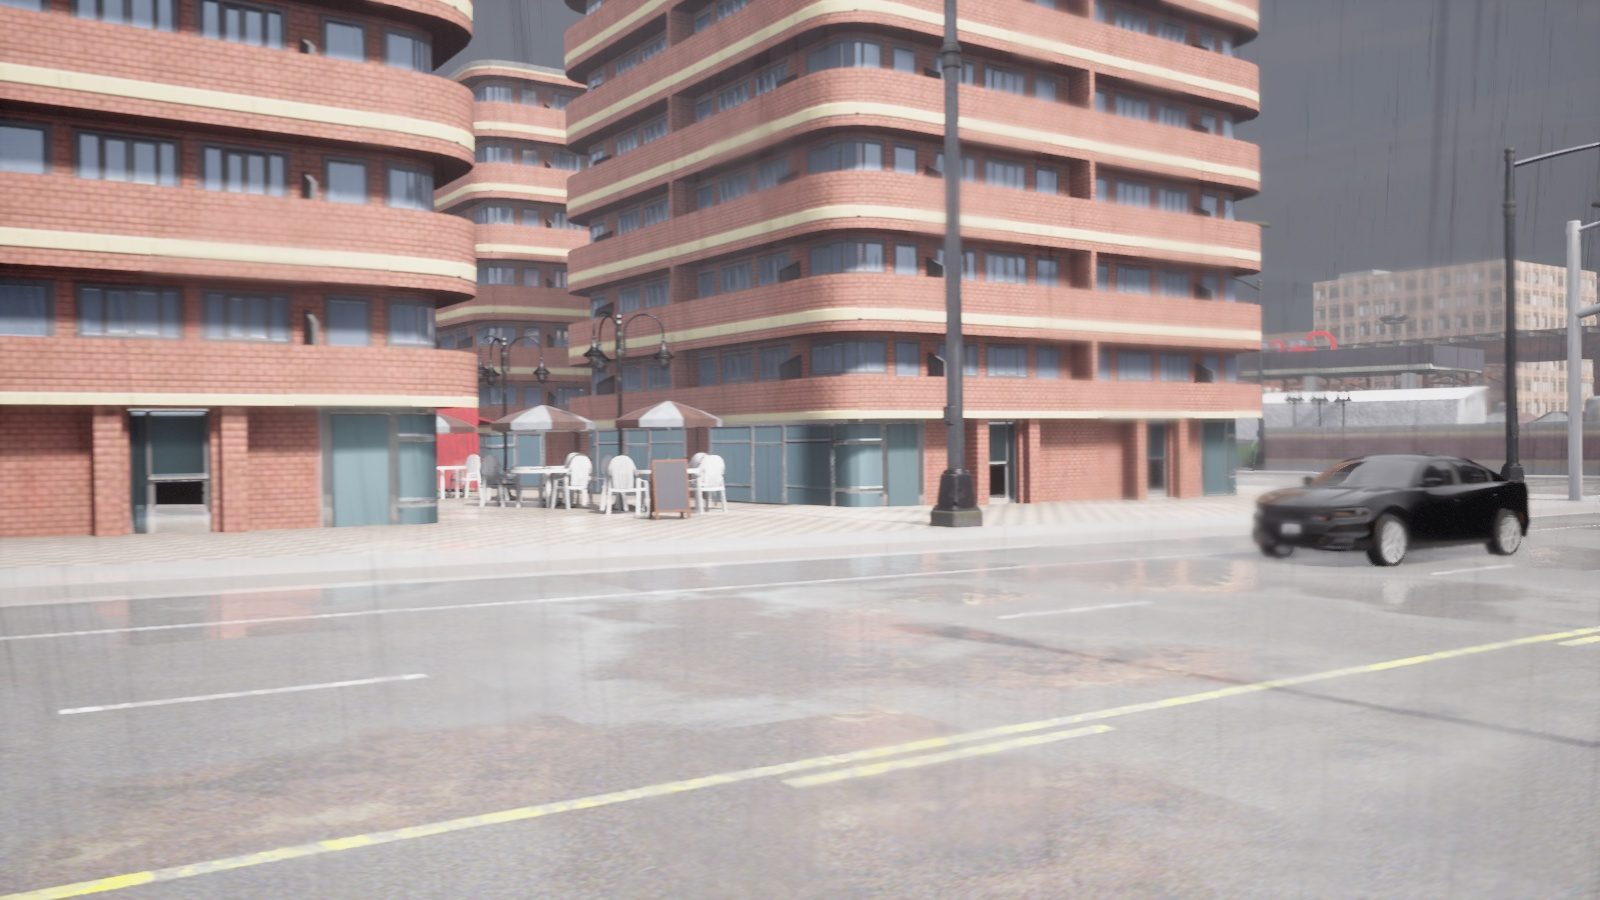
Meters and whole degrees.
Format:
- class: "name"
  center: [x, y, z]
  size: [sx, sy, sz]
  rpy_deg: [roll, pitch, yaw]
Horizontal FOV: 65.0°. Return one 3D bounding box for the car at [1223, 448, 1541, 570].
- class: "car"
  center: [8.459, 0.746, 18.076]
  size: [5.008, 1.535, 1.882]
  rpy_deg: [0, 0, -35]
